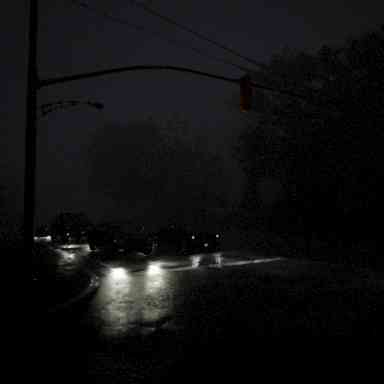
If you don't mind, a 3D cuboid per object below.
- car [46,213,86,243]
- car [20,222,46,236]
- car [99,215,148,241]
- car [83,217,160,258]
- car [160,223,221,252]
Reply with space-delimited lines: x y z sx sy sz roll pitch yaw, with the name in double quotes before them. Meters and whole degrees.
"car" -8.911 2.581 24.685 2.150 2.045 5.566 2 -5 -34
"car" -16.923 3.944 35.556 1.882 1.535 5.008 2 -6 -39
"car" -5.362 2.703 25.648 2.097 1.767 4.553 2 -5 -34
"car" -3.611 2.176 16.258 1.882 1.535 5.008 1 -4 -31
"car" -0.522 2.366 17.919 1.895 1.301 4.718 2 -4 -34
